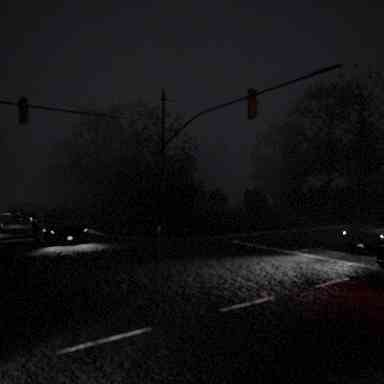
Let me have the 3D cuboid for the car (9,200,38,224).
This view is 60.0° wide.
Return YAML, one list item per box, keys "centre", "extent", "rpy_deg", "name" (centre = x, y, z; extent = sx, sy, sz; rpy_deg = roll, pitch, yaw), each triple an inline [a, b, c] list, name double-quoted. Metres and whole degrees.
- centre: [-12.623, 1.530, 25.477]
  extent: [1.882, 1.535, 5.008]
  rpy_deg: [1, -1, -31]
  name: "car"

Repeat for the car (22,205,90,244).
- centre: [-6.728, 1.582, 16.409]
  extent: [2.033, 1.411, 5.357]
  rpy_deg: [1, 0, -35]
  name: "car"

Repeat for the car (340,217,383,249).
- centre: [8.292, 1.733, 13.909]
  extent: [4.718, 1.301, 1.895]
  rpy_deg: [1, 0, -34]
  name: "car"

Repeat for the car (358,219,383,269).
- centre: [7.075, 1.587, 8.675]
  extent: [4.902, 1.511, 2.128]
  rpy_deg: [1, 0, -23]
  name: "car"

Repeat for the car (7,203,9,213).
- centre: [-20.487, 1.682, 39.041]
  extent: [1.812, 1.442, 4.674]
  rpy_deg: [1, -1, -28]
  name: "car"
